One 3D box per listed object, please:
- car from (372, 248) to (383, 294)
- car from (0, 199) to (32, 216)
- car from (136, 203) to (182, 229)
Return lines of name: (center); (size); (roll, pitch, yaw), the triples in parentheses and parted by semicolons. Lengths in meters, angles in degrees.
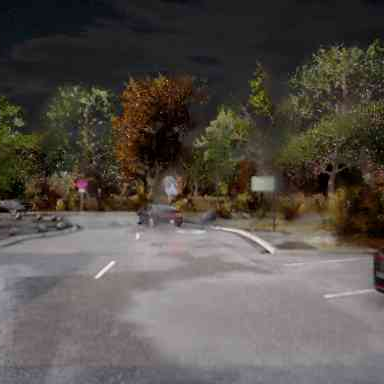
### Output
car: (5.963, 1.512, 6.755); (4.792, 1.488, 2.163); (1, 0, -20)
car: (-18.134, 1.473, 32.235); (4.902, 1.511, 2.128); (0, 0, 4)
car: (-2.259, 1.490, 21.858); (1.837, 1.490, 4.892); (1, 0, -26)
